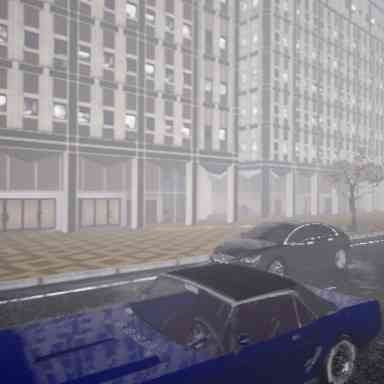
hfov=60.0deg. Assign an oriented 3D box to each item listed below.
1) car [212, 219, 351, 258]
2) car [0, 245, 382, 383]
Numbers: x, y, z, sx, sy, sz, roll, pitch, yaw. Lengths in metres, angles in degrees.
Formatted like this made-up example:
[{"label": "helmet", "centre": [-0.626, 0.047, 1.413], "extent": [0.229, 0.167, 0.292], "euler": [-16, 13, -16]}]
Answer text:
[{"label": "car", "centre": [2.720, 1.572, 9.670], "extent": [4.892, 1.490, 1.837], "euler": [1, 0, -36]}, {"label": "car", "centre": [0.100, 1.620, 3.757], "extent": [4.718, 1.301, 1.895], "euler": [1, 0, -36]}]
